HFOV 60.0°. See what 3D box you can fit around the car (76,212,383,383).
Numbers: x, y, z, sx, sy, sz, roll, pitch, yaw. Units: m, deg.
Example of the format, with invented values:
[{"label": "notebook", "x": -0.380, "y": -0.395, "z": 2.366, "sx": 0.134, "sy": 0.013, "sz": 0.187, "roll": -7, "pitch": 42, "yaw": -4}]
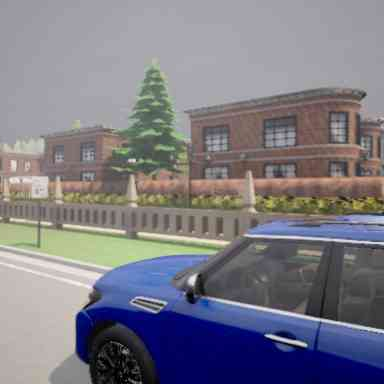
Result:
[{"label": "car", "x": 1.326, "y": 1.217, "z": 3.047, "sx": 5.566, "sy": 2.045, "sz": 2.150, "roll": 0, "pitch": 0, "yaw": 35}]
